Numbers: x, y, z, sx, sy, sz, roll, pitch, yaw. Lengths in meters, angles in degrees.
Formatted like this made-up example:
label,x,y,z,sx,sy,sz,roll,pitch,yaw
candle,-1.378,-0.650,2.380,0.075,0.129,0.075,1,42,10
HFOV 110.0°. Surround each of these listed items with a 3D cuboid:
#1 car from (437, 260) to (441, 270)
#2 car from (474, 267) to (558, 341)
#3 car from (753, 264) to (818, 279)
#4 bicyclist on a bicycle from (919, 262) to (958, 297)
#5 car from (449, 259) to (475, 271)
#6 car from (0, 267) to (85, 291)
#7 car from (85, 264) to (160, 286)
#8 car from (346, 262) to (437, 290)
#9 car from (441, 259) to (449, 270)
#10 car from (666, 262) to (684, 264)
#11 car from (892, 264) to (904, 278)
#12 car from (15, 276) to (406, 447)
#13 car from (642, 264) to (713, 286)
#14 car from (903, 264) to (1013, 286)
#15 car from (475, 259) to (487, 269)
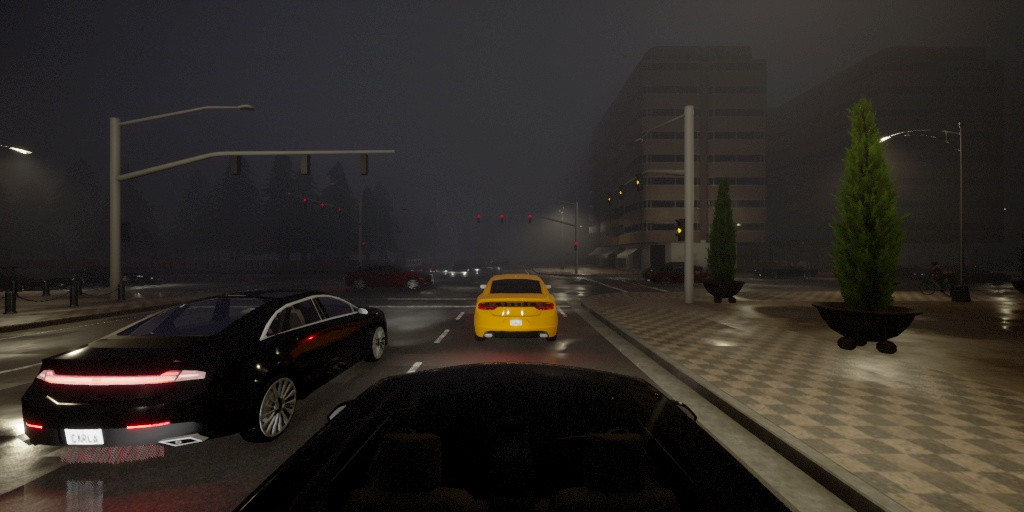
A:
label,x,y,z,sx,sy,sz,roll,pitch,yaw
car,-10.394,1.351,43.599,1.895,1.301,4.718,0,0,1
car,0.101,1.228,9.897,1.882,1.535,5.008,0,0,0
car,24.704,1.406,32.522,4.718,1.301,1.895,0,0,0
bicyclist on a bicycle,20.278,1.106,17.026,0.582,1.620,1.656,0,0,0
car,-6.685,1.228,48.383,1.882,1.535,5.008,0,0,3
car,-29.844,1.353,21.644,5.357,1.411,2.033,0,0,0
car,-27.688,1.310,25.151,4.892,1.490,1.837,0,0,0
car,-7.400,1.239,21.723,5.008,1.535,1.882,0,0,0
car,-9.804,1.228,52.985,1.882,1.535,5.008,0,0,7
car,14.628,1.283,32.491,5.008,1.535,1.882,0,0,0
car,34.904,1.406,32.547,4.718,1.301,1.895,0,0,0
car,-3.425,1.242,5.313,2.128,1.511,4.902,0,0,0
car,11.822,1.407,25.282,4.718,1.301,1.895,0,0,0
car,31.672,1.353,25.361,5.357,1.411,2.033,0,0,1
car,-5.524,1.255,57.718,1.837,1.490,4.892,0,0,15
